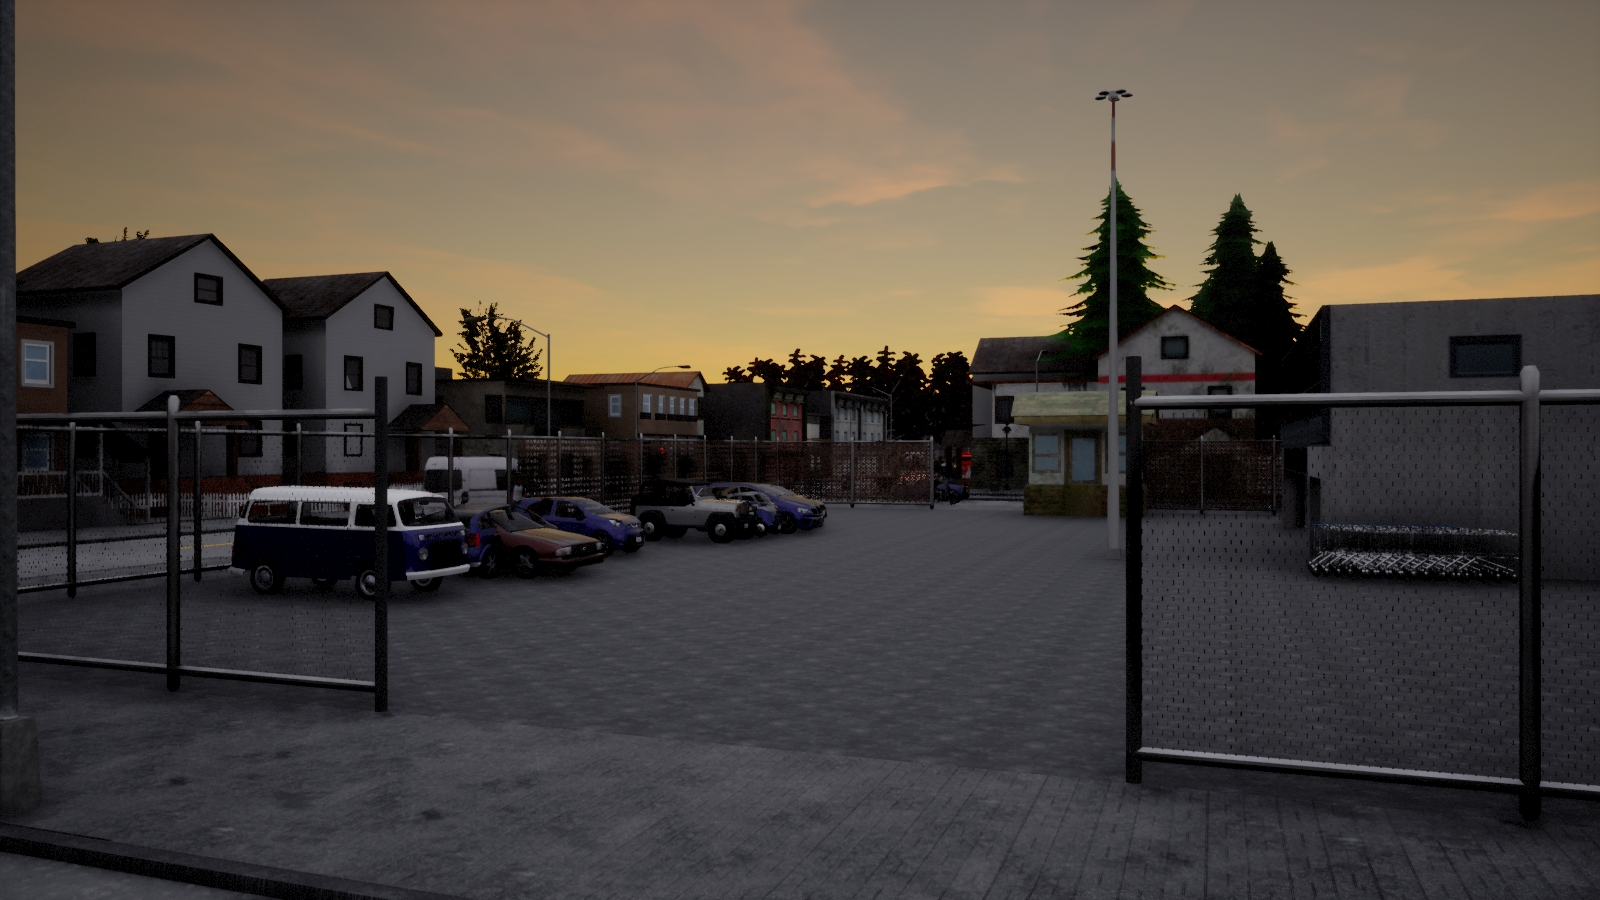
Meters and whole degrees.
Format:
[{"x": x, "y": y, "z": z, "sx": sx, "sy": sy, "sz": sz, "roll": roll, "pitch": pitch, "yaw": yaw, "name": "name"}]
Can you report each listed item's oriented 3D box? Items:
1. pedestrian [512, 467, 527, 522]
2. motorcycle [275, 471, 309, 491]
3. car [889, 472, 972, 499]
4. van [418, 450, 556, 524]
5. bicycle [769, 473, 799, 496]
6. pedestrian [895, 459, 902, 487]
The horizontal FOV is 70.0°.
[{"x": -9.698, "y": 1.529, "z": 39.501, "sx": 0.375, "sy": 1.860, "sz": 0.375, "roll": 0, "pitch": 0, "yaw": -33, "name": "pedestrian"}, {"x": -32.080, "y": 1.971, "z": 72.153, "sx": 1.805, "sy": 1.236, "sz": 0.856, "roll": 0, "pitch": 0, "yaw": 17, "name": "motorcycle"}, {"x": 7.141, "y": 1.901, "z": 62.490, "sx": 4.181, "sy": 1.385, "sz": 1.994, "roll": 0, "pitch": 0, "yaw": 20, "name": "car"}, {"x": -11.681, "y": 1.317, "z": 43.184, "sx": 1.988, "sy": 2.561, "sz": 5.915, "roll": 0, "pitch": 0, "yaw": 20, "name": "van"}, {"x": -0.910, "y": 1.940, "z": 64.888, "sx": 1.643, "sy": 1.296, "sz": 0.373, "roll": 0, "pitch": 2, "yaw": 6, "name": "bicycle"}, {"x": 6.578, "y": 1.520, "z": 76.522, "sx": 0.375, "sy": 1.860, "sz": 0.375, "roll": 0, "pitch": 0, "yaw": -15, "name": "pedestrian"}]
